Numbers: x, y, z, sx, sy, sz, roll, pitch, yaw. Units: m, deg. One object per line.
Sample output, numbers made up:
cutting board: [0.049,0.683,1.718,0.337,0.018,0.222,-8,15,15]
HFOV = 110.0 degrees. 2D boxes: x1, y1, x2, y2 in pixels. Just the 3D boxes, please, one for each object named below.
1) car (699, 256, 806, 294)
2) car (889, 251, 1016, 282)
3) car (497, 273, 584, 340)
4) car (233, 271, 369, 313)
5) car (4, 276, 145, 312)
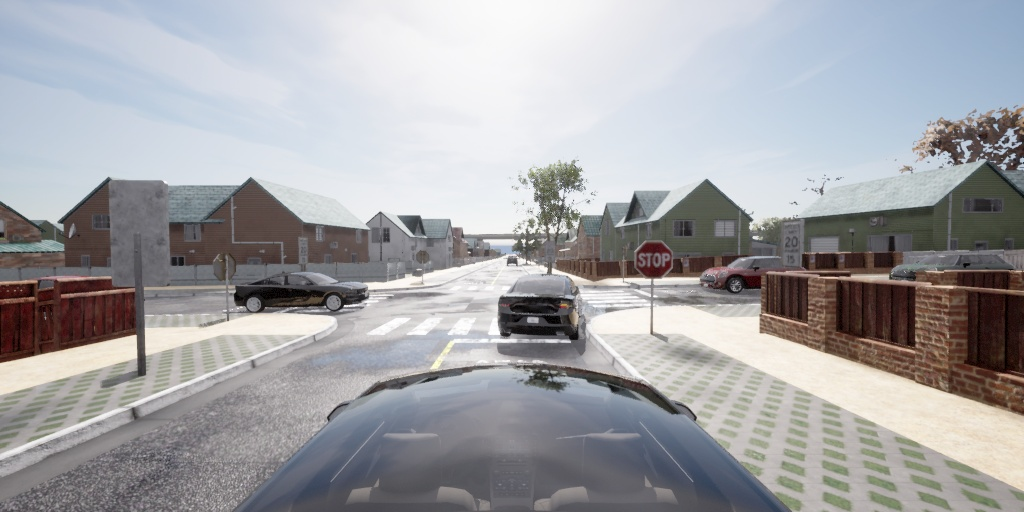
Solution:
car: [11.816,0.820,17.717,4.553,1.767,2.097,-1,2,0]
car: [21.711,0.646,17.783,4.553,1.767,2.097,-1,2,0]
car: [0.963,1.225,10.114,1.882,1.535,5.008,0,0,12]
car: [-8.461,1.377,14.647,5.008,1.535,1.882,-1,2,0]
car: [-18.013,1.547,14.590,5.008,1.535,1.882,-1,2,0]
